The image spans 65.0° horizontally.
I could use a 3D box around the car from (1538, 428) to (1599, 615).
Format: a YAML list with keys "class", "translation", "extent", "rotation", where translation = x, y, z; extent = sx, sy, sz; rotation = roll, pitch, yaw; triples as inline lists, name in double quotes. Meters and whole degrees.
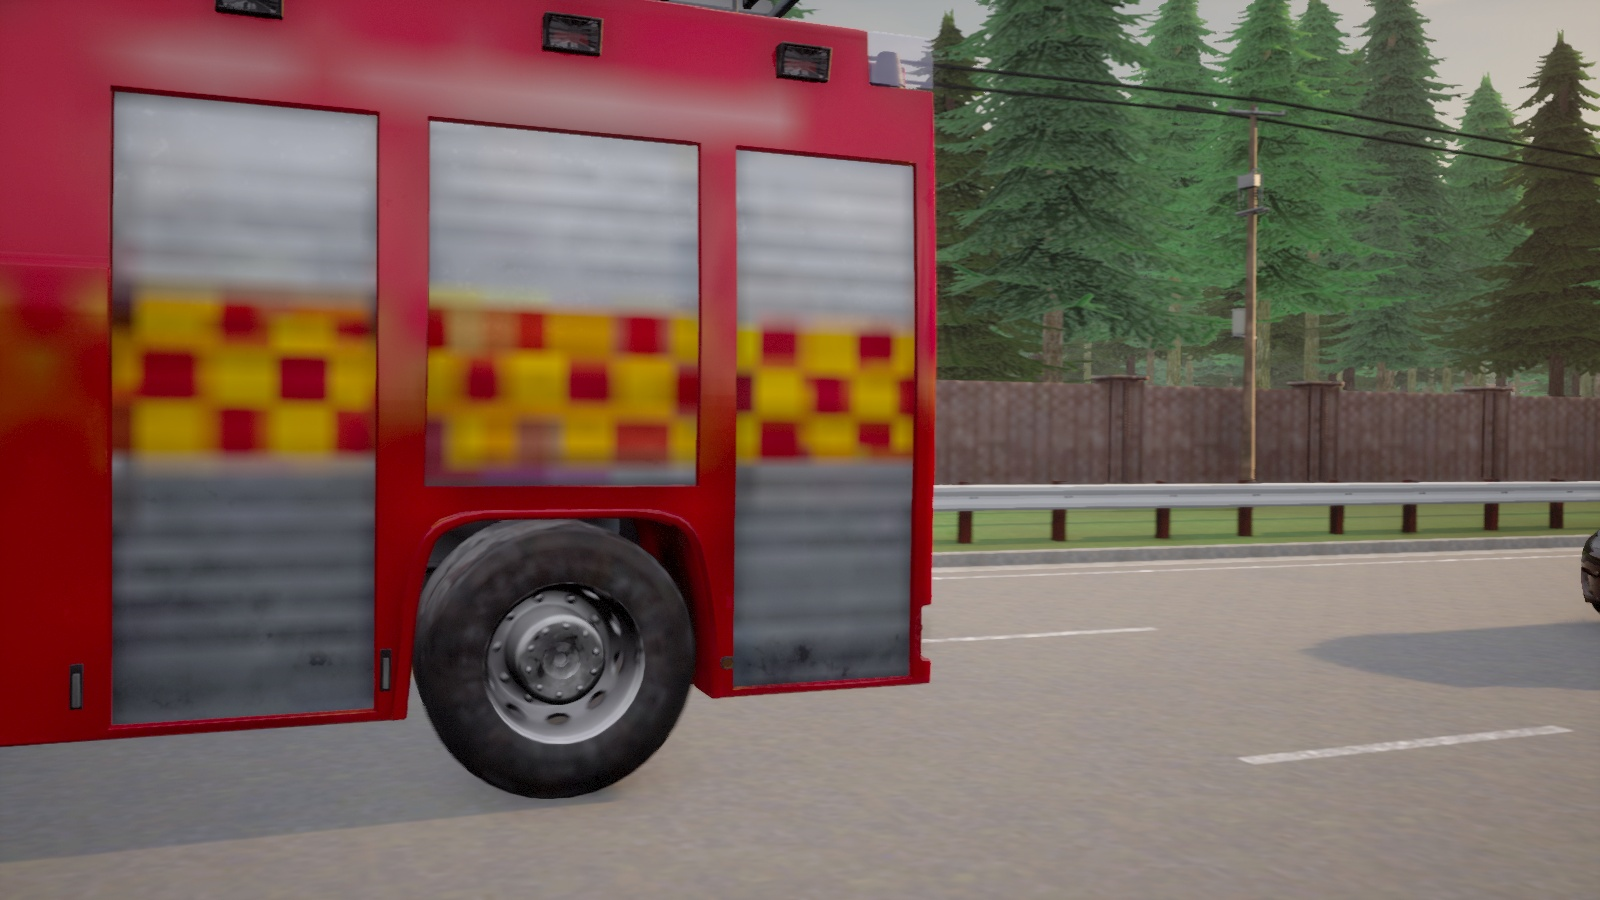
- class: "car"
  translation: [8.788, 0.541, 10.332]
  extent: [4.792, 1.488, 2.163]
  rotation: [-1, 1, -21]

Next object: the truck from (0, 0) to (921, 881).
- class: "truck"
  translation: [-3.947, -0.413, 5.469]
  extent: [8.468, 3.827, 2.891]
  rotation: [-1, 1, -21]
